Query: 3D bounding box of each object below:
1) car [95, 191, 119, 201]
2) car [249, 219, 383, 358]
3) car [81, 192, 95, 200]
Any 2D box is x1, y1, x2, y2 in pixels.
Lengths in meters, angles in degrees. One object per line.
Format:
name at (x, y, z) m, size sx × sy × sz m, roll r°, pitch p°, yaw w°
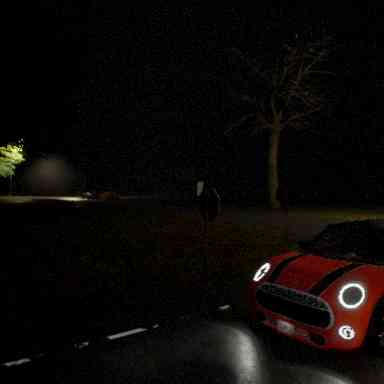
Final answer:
car at (-13.244, 0.647, 53.050) m, size 1.882 × 1.535 × 5.008 m, roll 2°, pitch -1°, yaw -35°
car at (3.191, 1.350, 6.142) m, size 4.553 × 1.767 × 2.097 m, roll -1°, pitch 1°, yaw -35°
car at (-18.304, 0.679, 60.023) m, size 2.033 × 1.411 × 5.357 m, roll 2°, pitch -1°, yaw -36°
